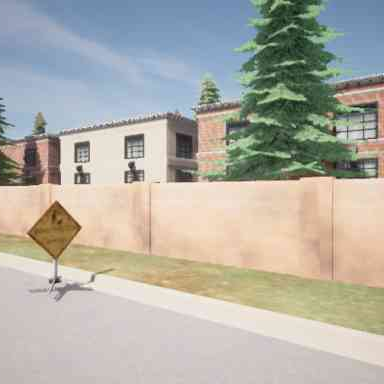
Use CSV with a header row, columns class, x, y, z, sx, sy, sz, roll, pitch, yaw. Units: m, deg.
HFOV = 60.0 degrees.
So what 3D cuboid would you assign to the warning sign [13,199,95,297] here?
class,x,y,z,sx,sy,sz,roll,pitch,yaw
warning sign,-3.003,1.112,7.301,1.060,1.860,1.300,0,0,36
